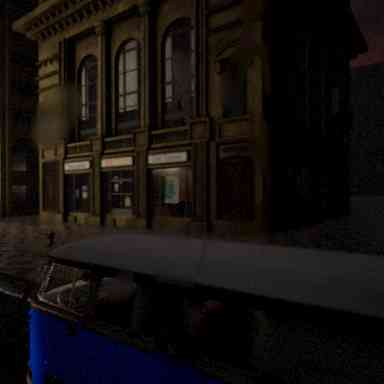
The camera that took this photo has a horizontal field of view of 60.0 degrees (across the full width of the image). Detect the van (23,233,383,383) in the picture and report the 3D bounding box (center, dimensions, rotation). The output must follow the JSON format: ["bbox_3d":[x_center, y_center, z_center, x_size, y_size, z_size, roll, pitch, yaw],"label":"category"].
[{"bbox_3d":[0.170,1.347,2.886,3.998,1.788,1.690,-1,0,36],"label":"van"}]
